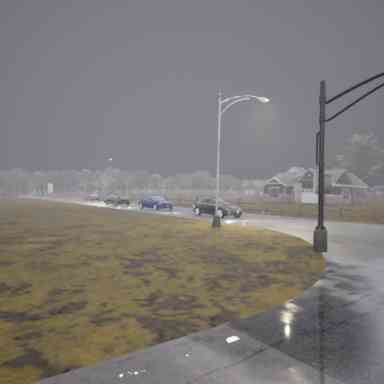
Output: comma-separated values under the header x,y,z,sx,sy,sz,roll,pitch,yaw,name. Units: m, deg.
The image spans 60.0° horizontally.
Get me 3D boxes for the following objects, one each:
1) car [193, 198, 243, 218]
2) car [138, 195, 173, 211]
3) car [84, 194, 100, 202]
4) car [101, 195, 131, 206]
x,y,z,sx,sy,sz,roll,pitch,yaw,name
1.977,1.226,26.416,1.837,1.490,4.892,2,0,-35,car
-3.819,1.083,34.562,1.882,1.535,5.008,2,0,-36,car
-18.276,1.007,61.086,2.033,1.411,5.357,2,-1,-35,car
-9.609,1.108,42.715,1.895,1.301,4.718,2,-1,-35,car
